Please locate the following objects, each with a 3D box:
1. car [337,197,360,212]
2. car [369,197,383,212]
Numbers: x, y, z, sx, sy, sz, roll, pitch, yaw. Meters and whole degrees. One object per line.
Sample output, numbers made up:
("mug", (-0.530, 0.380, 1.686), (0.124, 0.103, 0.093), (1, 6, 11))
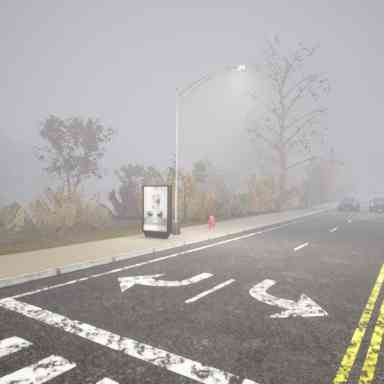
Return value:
("car", (18.736, 1.389, 39.706), (2.097, 1.767, 4.553), (0, 0, 31))
("car", (21.536, 1.392, 38.056), (2.097, 1.767, 4.553), (0, 0, 31))
